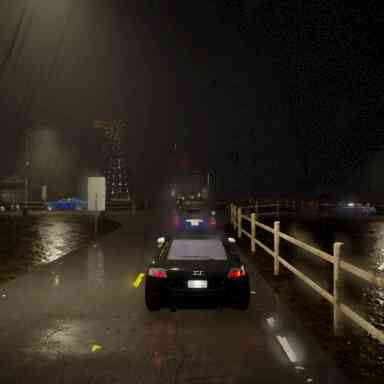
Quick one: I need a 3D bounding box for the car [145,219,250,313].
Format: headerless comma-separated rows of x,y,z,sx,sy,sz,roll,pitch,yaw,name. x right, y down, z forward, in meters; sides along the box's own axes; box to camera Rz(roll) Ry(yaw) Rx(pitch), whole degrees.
0.108,1.573,7.785,1.994,1.385,4.181,0,0,0,car

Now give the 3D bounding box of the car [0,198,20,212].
-20.263,1.292,34.124,4.892,1.490,1.837,1,-2,0,car

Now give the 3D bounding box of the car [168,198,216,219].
0.118,1.380,16.428,2.097,1.767,4.553,0,0,0,car

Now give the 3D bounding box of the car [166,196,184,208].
-2.863,1.521,52.188,2.097,1.767,4.553,0,0,2,car

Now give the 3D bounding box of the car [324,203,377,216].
17.898,1.951,37.702,5.357,1.411,2.033,1,-2,0,car

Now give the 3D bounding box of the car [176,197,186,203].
-2.640,1.882,79.116,2.128,1.511,4.902,0,0,0,car

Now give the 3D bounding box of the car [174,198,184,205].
-2.662,1.878,68.656,1.895,1.301,4.718,0,0,0,car

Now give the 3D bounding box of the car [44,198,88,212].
-14.199,1.444,37.890,5.008,1.535,1.882,1,-1,-6,car
